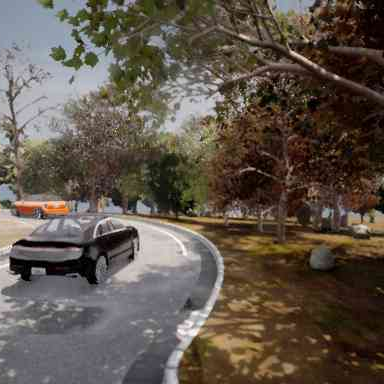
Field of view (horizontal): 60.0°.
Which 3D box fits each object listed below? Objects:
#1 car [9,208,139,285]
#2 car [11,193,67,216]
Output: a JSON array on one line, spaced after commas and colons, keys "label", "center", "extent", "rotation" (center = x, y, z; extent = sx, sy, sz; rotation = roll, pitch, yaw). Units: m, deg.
[{"label": "car", "center": [-2.836, 1.367, 9.145], "extent": [2.128, 1.511, 4.902], "rotation": [1, 1, 6]}, {"label": "car", "center": [-11.254, 0.967, 24.437], "extent": [4.553, 1.767, 2.097], "rotation": [1, 1, 33]}]
